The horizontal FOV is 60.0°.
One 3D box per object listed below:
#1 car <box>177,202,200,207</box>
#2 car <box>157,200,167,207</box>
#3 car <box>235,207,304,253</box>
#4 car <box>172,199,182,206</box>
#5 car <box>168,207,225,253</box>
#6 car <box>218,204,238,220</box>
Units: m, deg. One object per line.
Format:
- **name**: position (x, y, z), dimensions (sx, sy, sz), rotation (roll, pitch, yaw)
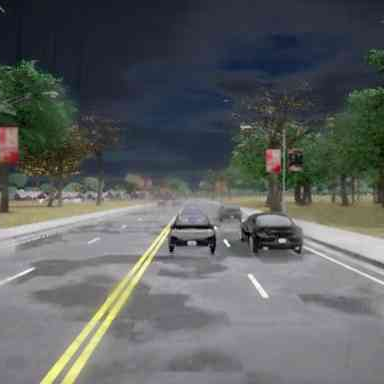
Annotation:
- **car**: position (0.021, 1.833, 28.972), dimensions (2.033, 1.411, 5.357), rotation (0, -1, 0)
- **car**: position (-6.450, 2.451, 71.743), dimensions (1.895, 1.301, 4.718), rotation (0, -1, 0)
- **car**: position (3.267, 1.617, 14.463), dimensions (1.882, 1.535, 5.008), rotation (0, 0, 0)
- **car**: position (-3.200, 2.334, 71.773), dimensions (1.882, 1.535, 5.008), rotation (0, -1, 0)
- **car**: position (0.014, 1.630, 14.285), dimensions (2.128, 1.511, 4.902), rotation (0, 0, 0)
- **car**: position (3.275, 1.798, 29.285), dimensions (1.837, 1.490, 4.892), rotation (0, 0, 0)
